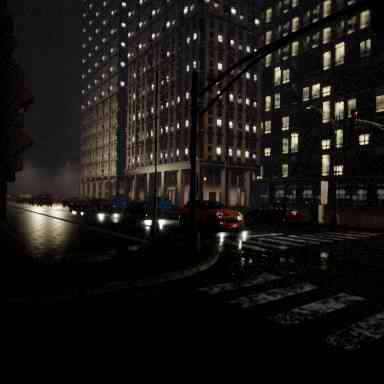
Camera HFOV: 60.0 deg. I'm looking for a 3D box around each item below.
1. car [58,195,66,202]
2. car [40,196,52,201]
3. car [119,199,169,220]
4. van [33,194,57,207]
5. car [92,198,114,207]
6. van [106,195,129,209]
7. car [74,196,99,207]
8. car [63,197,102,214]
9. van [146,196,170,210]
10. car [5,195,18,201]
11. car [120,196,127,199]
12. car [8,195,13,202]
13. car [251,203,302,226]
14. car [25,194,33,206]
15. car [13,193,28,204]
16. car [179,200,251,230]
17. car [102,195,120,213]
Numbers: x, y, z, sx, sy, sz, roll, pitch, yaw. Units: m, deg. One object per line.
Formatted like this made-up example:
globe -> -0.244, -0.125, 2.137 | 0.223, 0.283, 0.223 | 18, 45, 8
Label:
car -> -15.950, 1.404, 44.585 | 2.128, 1.511, 4.902 | 1, -1, -35
car -> -36.781, 1.570, 83.802 | 1.802, 1.307, 4.206 | 1, -1, -35
car -> -4.094, 1.502, 27.823 | 1.994, 1.385, 4.181 | 1, -1, -35
van -> -20.698, 1.197, 46.722 | 1.690, 1.788, 3.998 | 1, -1, -35
car -> -13.873, 1.586, 51.574 | 1.947, 1.339, 4.313 | 1, -1, -35
van -> -10.596, 1.368, 46.973 | 1.690, 1.788, 3.998 | 1, -1, -35
car -> -15.935, 1.461, 50.008 | 2.128, 1.511, 4.902 | 1, -1, -35
car -> -10.885, 1.427, 32.908 | 2.008, 1.369, 4.403 | 1, -1, -35
van -> -4.051, 1.382, 37.764 | 1.690, 1.788, 3.998 | 1, -1, -35
car -> -40.337, 1.377, 74.344 | 2.008, 1.369, 4.403 | 1, -1, -35
car -> -7.327, 1.584, 42.366 | 2.008, 1.369, 4.403 | 1, -1, -35
car -> -37.065, 1.396, 69.740 | 1.947, 1.339, 4.313 | 1, -1, -35
car -> 5.765, 1.505, 23.951 | 1.967, 1.590, 4.097 | 1, -1, -35
car -> -23.975, 1.432, 51.324 | 1.802, 1.307, 4.206 | 1, -1, -35
car -> -30.516, 1.155, 60.535 | 2.192, 1.841, 5.009 | 1, -1, -35
car -> 1.111, 1.303, 20.509 | 2.097, 1.767, 4.553 | 1, -1, -35
car -> -9.960, 1.402, 36.090 | 1.882, 1.535, 5.008 | 1, -1, -36
